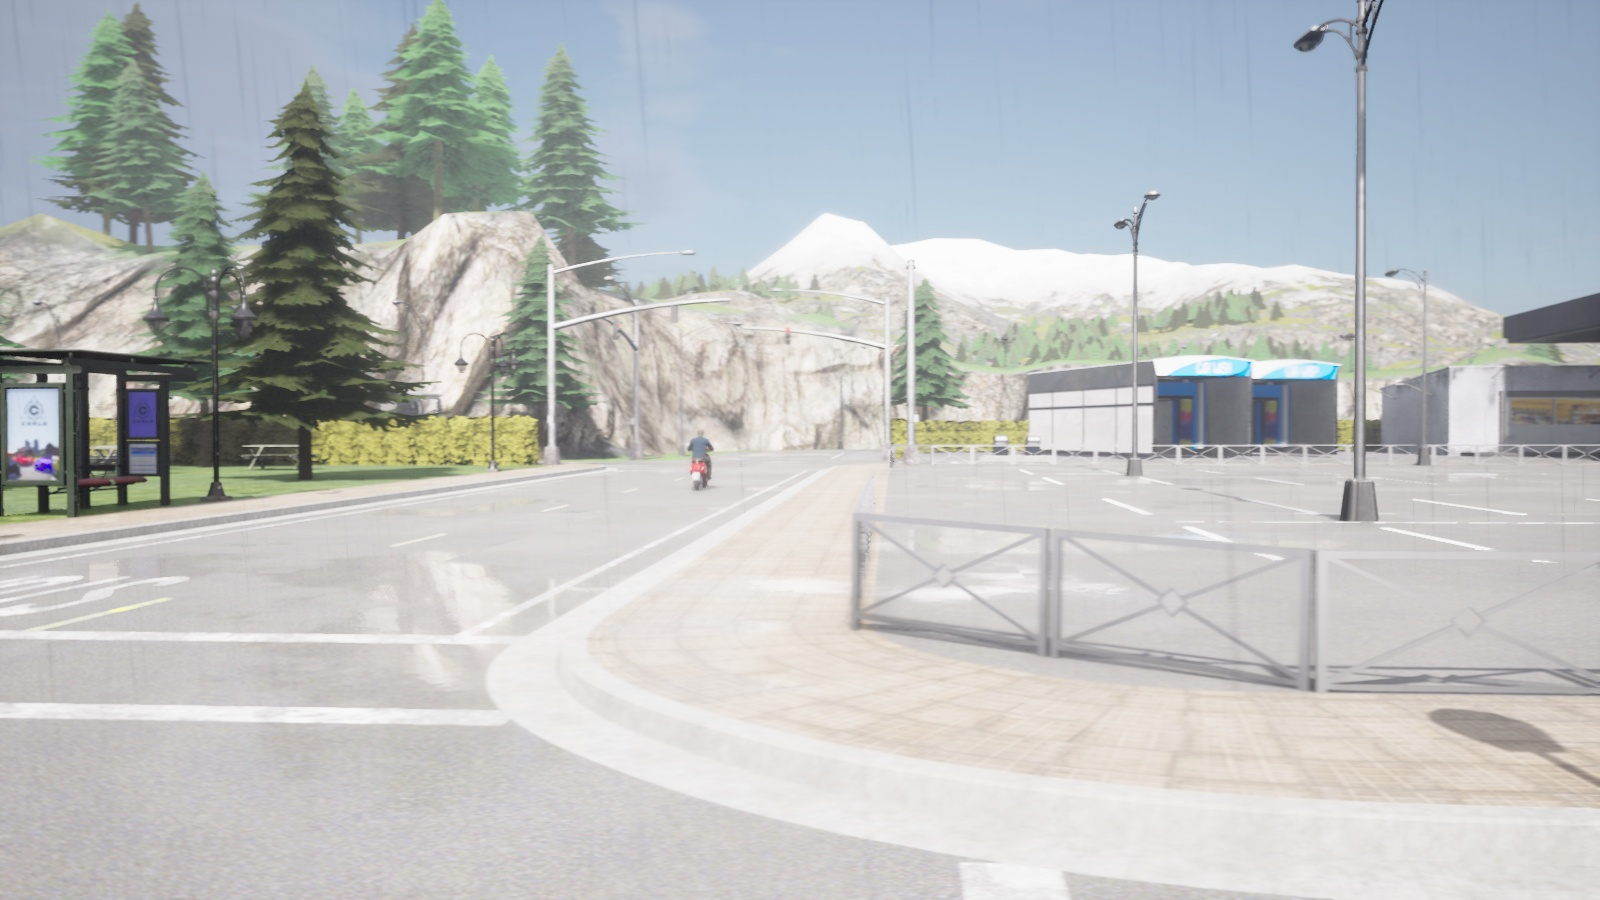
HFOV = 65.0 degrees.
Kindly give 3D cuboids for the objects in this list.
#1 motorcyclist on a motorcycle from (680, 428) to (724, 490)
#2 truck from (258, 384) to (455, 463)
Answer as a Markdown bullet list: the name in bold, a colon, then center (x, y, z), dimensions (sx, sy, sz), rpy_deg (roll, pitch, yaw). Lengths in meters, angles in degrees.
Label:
- **motorcyclist on a motorcycle**: center (-2.558, 0.218, 33.030), dimensions (0.866, 1.590, 1.817), rpy_deg (0, 1, 4)
- **truck**: center (-20.078, -1.220, 57.095), dimensions (7.936, 3.462, 2.891), rpy_deg (0, 1, 3)
